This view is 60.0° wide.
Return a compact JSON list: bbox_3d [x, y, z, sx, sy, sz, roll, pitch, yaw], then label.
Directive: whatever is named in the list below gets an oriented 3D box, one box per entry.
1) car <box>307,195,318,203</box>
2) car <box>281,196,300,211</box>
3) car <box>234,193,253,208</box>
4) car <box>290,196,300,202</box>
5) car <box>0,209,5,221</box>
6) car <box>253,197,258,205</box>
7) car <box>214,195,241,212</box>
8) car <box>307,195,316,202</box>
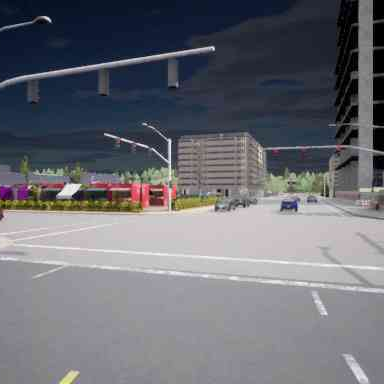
[{"bbox_3d":[24.573,1.541,67.778,2.033,1.411,5.357,0,0,18],"label":"car"},{"bbox_3d":[11.922,1.477,40.611,1.882,1.535,5.008,0,0,18],"label":"car"},{"bbox_3d":[7.157,1.221,49.079,2.150,2.045,5.566,0,0,18],"label":"car"},{"bbox_3d":[22.970,1.553,74.095,1.994,1.385,4.181,0,0,18],"label":"car"},{"bbox_3d":[-17.102,1.533,26.147,5.008,1.535,1.882,0,0,19],"label":"car"},{"bbox_3d":[10.359,1.564,58.613,1.994,1.385,4.181,0,0,19],"label":"car"},{"bbox_3d":[4.024,1.491,39.686,2.128,1.511,4.902,0,0,18],"label":"car"},{"bbox_3d":[27.840,1.524,77.641,1.812,1.442,4.674,0,0,18],"label":"car"}]
